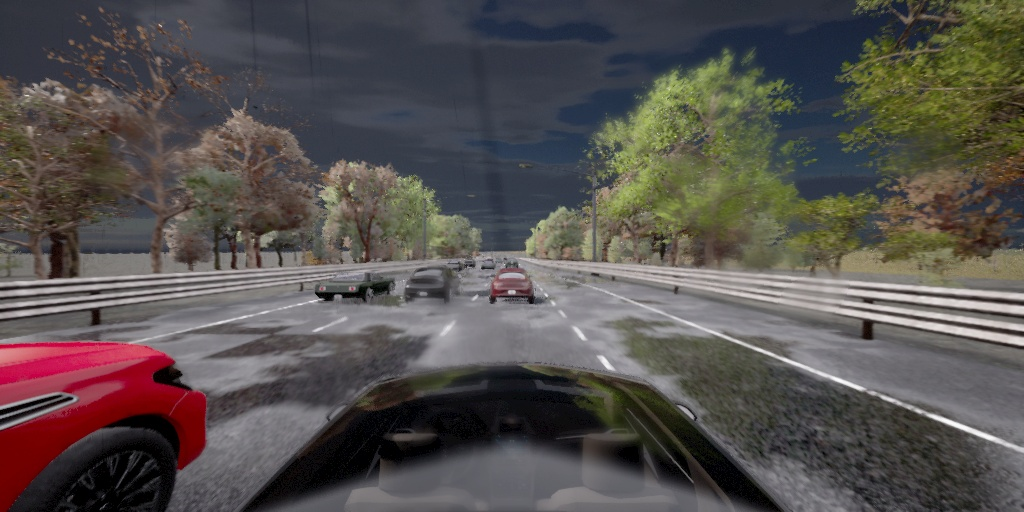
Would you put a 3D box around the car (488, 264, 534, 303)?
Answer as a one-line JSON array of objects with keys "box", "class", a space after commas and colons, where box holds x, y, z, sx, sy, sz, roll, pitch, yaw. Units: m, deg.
[{"box": [-0.002, 1.275, 16.515, 1.812, 1.442, 4.674, 0, 0, 0], "class": "car"}]

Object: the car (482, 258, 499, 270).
[{"box": [-3.503, 1.331, 54.266, 1.994, 1.385, 4.181, 0, 0, 0], "class": "car"}]

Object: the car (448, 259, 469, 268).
[{"box": [-7.003, 1.250, 44.306, 2.128, 1.511, 4.902, 0, 0, 0], "class": "car"}]

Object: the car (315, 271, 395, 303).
[{"box": [-7.002, 1.350, 16.652, 1.895, 1.301, 4.718, 0, 0, 0], "class": "car"}]

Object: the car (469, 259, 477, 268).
[{"box": [-7.004, 1.279, 60.306, 1.837, 1.490, 4.892, 0, 0, 0], "class": "car"}]

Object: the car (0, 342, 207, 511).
[{"box": [-3.502, 0.972, 0.436, 2.150, 2.045, 5.566, 0, 0, 0], "class": "car"}]

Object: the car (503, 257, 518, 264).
[{"box": [-0.003, 1.124, 60.175, 2.097, 1.767, 4.553, 0, 0, 0], "class": "car"}]

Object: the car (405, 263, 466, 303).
[{"box": [-3.502, 1.256, 16.572, 1.837, 1.490, 4.892, 0, 0, 0], "class": "car"}]
